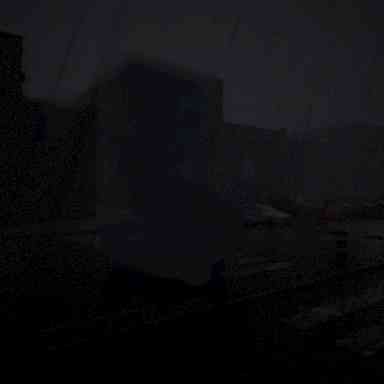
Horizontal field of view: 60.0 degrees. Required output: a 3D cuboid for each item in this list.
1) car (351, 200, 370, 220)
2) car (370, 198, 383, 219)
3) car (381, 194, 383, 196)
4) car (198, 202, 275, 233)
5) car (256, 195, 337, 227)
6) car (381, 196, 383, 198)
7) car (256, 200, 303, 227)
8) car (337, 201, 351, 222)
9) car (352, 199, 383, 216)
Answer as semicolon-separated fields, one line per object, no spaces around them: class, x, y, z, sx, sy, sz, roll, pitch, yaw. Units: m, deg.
car;11.158;1.496;26.601;2.002;1.452;4.674;0;0;-36
car;13.509;1.486;28.279;2.002;1.452;4.674;0;0;-36
car;22.500;1.163;34.664;2.435;2.045;5.566;0;0;-36
car;2.300;1.521;20.246;2.163;1.488;4.792;0;0;-36
car;6.789;1.223;23.451;2.435;2.045;5.566;0;0;-36
car;15.755;1.436;29.878;2.097;1.535;5.008;0;0;-36
car;4.527;1.523;21.874;2.002;1.452;4.674;0;0;-35
car;9.036;1.340;25.051;2.185;1.767;4.553;0;0;-36
car;17.995;1.468;31.486;2.002;1.452;4.674;0;0;-36
